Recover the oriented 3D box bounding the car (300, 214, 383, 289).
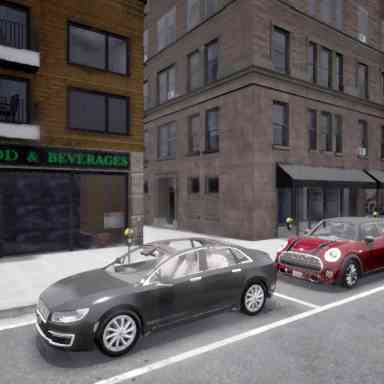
[{"bbox_3d":[4.146,1.442,9.115,4.097,1.590,1.967,0,0,-35],"label":"car"}]

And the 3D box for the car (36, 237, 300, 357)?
[{"bbox_3d":[-0.357,1.551,5.924,4.403,1.369,2.008,0,0,-35],"label":"car"}]
